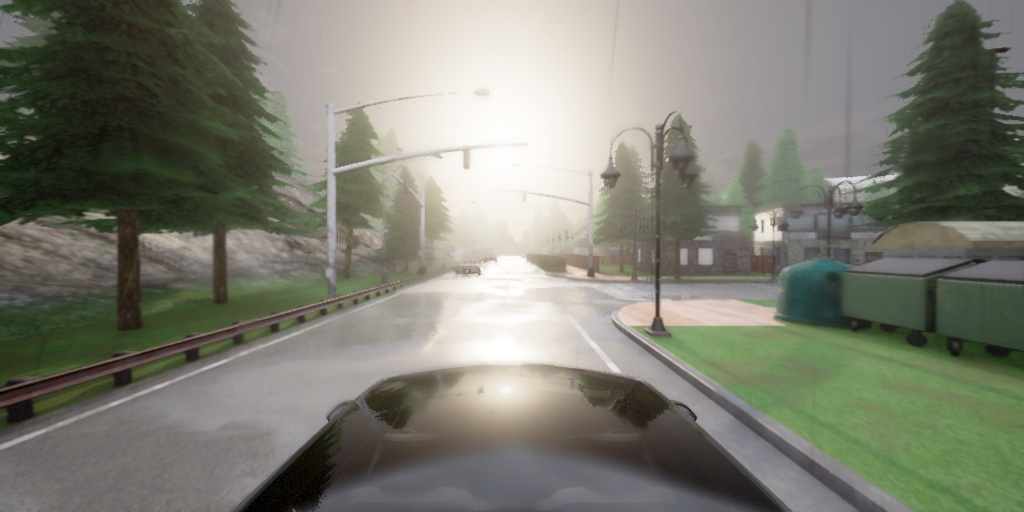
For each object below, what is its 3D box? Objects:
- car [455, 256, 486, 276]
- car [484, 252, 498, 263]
[{"bbox_3d":[-3.496,0.937,29.821,1.994,1.385,4.181,0,2,0],"label":"car"},{"bbox_3d":[-3.492,0.155,59.382,2.097,1.767,4.553,0,1,0],"label":"car"}]
